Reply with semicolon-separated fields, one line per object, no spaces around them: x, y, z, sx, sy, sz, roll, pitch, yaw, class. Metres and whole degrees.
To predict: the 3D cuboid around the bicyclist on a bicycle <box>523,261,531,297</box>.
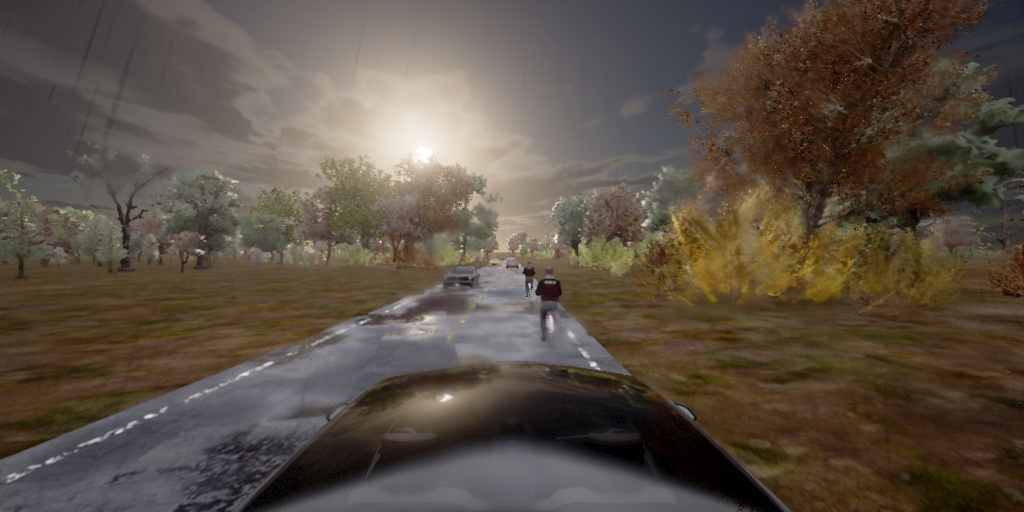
0.818;1.119;17.115;0.659;1.776;1.843;0;0;0;bicyclist on a bicycle

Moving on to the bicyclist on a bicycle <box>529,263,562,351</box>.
0.823;1.121;8.115;0.659;1.776;1.843;0;0;0;bicyclist on a bicycle

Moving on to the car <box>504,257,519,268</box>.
0.066;1.284;58.959;1.994;1.385;4.181;0;0;0;car

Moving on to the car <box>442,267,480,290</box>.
-3.112;1.348;22.662;1.895;1.301;4.718;0;0;0;car

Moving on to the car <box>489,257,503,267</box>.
-3.076;1.190;64.048;1.882;1.535;5.008;0;0;1;car
